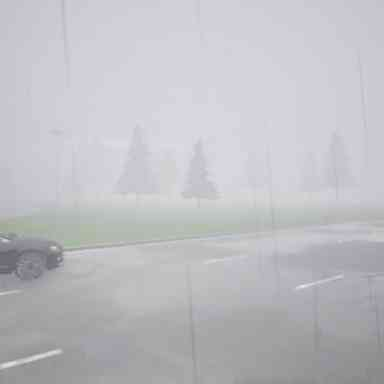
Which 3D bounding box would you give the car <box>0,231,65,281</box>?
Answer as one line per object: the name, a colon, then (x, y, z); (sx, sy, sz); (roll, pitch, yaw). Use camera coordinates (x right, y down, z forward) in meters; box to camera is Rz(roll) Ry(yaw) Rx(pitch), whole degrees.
car: (-5.778, 1.490, 8.224); (4.902, 1.511, 2.128); (0, 0, -36)
